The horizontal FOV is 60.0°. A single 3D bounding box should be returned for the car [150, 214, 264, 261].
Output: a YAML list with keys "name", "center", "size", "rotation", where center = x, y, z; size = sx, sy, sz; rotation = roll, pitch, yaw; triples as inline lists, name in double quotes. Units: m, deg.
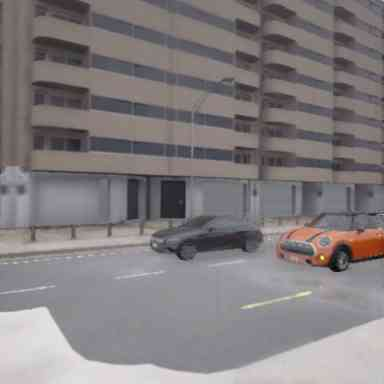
- name: "car"
  center: [0.696, 1.602, 12.672]
  size: [4.674, 1.442, 1.812]
  rotation: [1, 0, -32]

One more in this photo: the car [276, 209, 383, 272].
- name: "car"
  center: [5.013, 1.464, 11.255]
  size: [4.553, 1.767, 2.097]
  rotation: [1, 0, -32]
